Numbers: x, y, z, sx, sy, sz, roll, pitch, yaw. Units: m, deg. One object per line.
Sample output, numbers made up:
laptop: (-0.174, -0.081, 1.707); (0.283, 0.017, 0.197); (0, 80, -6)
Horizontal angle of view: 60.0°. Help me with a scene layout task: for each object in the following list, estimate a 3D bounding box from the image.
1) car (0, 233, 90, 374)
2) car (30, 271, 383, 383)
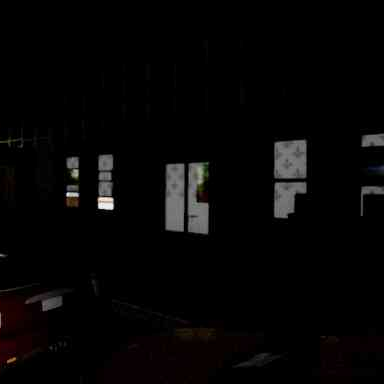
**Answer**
car: (-3.297, 1.369, 5.222); (4.097, 1.590, 1.967); (1, 1, 35)
car: (1.163, 1.524, 2.044); (4.829, 1.417, 1.752); (1, 1, 35)
